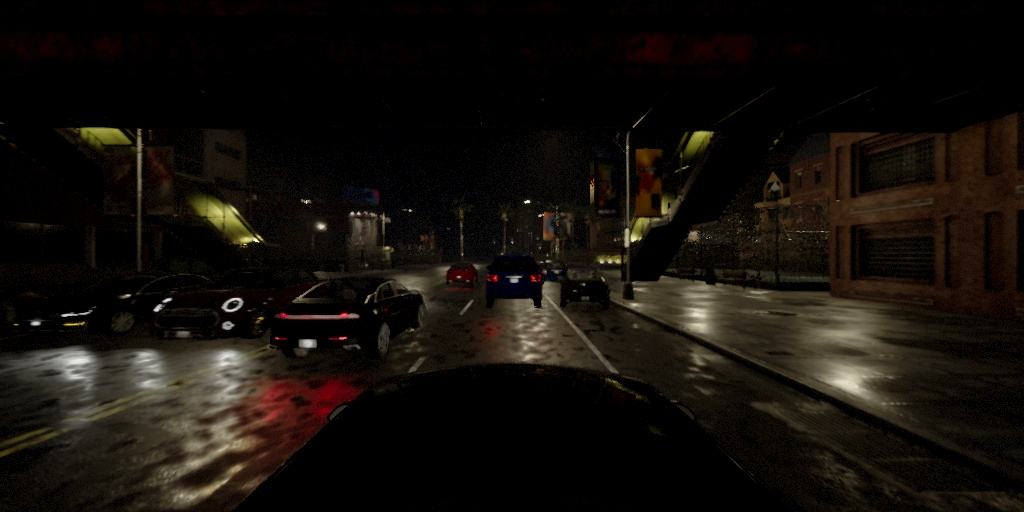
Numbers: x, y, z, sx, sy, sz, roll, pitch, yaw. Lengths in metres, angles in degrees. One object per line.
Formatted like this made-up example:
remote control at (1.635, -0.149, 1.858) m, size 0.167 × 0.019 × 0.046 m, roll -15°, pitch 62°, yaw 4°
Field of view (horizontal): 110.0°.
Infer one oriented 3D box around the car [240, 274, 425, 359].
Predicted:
car at (-3.396, 1.241, 8.375) m, size 2.128 × 1.511 × 4.902 m, roll 0°, pitch 0°, yaw 0°

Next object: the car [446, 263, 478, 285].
car at (-3.539, 1.233, 26.100) m, size 1.882 × 1.535 × 5.008 m, roll 0°, pitch 0°, yaw -1°

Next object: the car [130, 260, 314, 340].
car at (-7.104, 1.099, 9.982) m, size 2.097 × 1.767 × 4.553 m, roll 0°, pitch 0°, yaw 0°

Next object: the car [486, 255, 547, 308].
car at (0.064, 0.975, 15.446) m, size 2.150 × 2.045 × 5.566 m, roll 0°, pitch 0°, yaw 0°

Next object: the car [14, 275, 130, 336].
car at (-10.605, 1.249, 10.405) m, size 1.837 × 1.490 × 4.892 m, roll 0°, pitch 0°, yaw 0°
